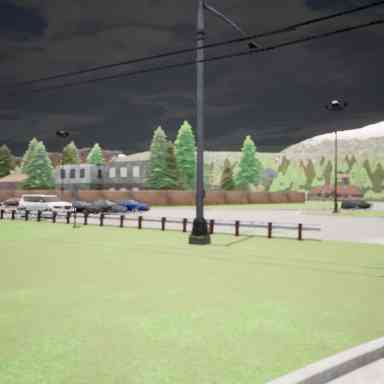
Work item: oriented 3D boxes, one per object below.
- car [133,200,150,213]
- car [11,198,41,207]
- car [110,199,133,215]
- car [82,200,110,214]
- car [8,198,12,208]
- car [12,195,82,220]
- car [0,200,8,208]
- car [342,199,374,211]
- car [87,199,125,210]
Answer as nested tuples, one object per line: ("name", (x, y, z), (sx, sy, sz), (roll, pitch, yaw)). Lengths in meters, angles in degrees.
("car", (-7.053, 1.559, 37.612), (5.008, 1.535, 1.882), (0, 0, 29))
("car", (-26.014, 1.638, 52.194), (4.718, 1.301, 1.895), (0, 0, 29))
("car", (-8.848, 1.589, 34.621), (4.674, 1.442, 1.812), (0, 0, 29))
("car", (-10.585, 1.524, 31.567), (5.008, 1.535, 1.882), (0, 0, 29))
("car", (-24.836, 1.554, 47.535), (4.674, 1.442, 1.812), (0, 0, 29))
("car", (-12.550, 1.250, 28.656), (5.566, 2.045, 2.150), (0, 0, 29))
("car", (-28.032, 1.554, 45.295), (5.357, 1.411, 2.033), (0, 0, 29))
("car", (22.688, 1.749, 45.528), (4.892, 1.490, 1.837), (0, 1, -27))
("car", (-11.535, 1.682, 44.535), (4.718, 1.301, 1.895), (0, 0, 24))
